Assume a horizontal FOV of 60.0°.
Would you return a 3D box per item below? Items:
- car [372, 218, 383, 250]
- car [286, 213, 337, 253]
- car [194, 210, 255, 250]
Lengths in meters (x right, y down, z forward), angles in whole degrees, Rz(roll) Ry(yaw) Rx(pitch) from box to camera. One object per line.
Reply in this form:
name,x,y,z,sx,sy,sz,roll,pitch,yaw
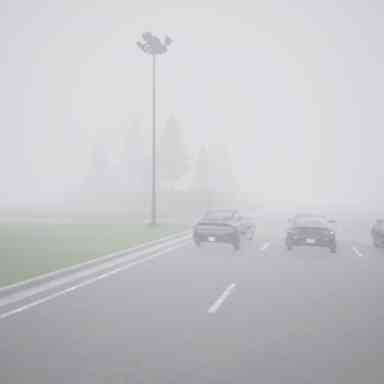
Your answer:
car,8.135,1.427,12.344,2.097,1.767,4.553,0,0,20
car,5.091,1.600,14.217,1.812,1.442,4.674,0,0,20
car,1.568,1.560,14.771,2.128,1.511,4.902,0,0,20
